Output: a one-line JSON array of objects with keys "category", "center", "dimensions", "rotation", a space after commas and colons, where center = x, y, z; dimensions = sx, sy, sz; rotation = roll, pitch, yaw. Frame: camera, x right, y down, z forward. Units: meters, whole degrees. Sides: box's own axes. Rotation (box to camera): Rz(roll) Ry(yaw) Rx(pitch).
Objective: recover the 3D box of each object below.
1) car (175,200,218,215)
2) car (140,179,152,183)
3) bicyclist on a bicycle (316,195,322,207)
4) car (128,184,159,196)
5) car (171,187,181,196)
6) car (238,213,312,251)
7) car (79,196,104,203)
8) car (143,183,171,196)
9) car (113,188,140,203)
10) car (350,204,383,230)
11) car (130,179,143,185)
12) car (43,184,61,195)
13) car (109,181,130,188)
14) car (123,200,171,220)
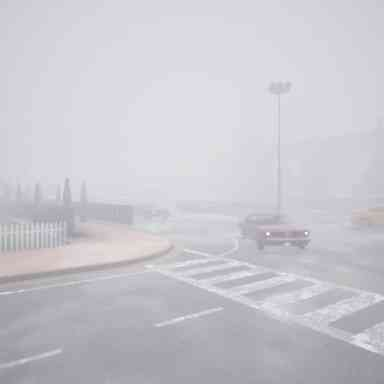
[{"category": "car", "center": [0.306, 1.527, 34.410], "dimensions": [2.033, 1.411, 5.357], "rotation": [0, 0, -37]}, {"category": "car", "center": [-10.504, -1.827, 72.186], "dimensions": [2.150, 2.045, 5.566], "rotation": [0, 7, -37]}, {"category": "bicyclist on a bicycle", "center": [18.061, 1.291, 47.375], "dimensions": [1.656, 1.620, 0.582], "rotation": [0, 0, -37]}, {"category": "car", "center": [-8.556, 0.058, 57.927], "dimensions": [2.033, 1.411, 5.357], "rotation": [0, 6, -37]}, {"category": "car", "center": [-4.086, -0.245, 63.798], "dimensions": [1.882, 1.535, 5.008], "rotation": [0, 7, -37]}, {"category": "car", "center": [3.362, 1.601, 14.316], "dimensions": [1.895, 1.301, 4.718], "rotation": [0, 0, -4]}, {"category": "car", "center": [-11.608, 1.210, 38.546], "dimensions": [1.994, 1.385, 4.181], "rotation": [0, 3, -37]}, {"category": "car", "center": [-6.589, -0.187, 61.305], "dimensions": [1.882, 1.535, 5.008], "rotation": [0, 6, -37]}, {"category": "car", "center": [-9.803, 0.744, 47.802], "dimensions": [1.812, 1.442, 4.674], "rotation": [0, 4, -37]}, {"category": "car", "center": [11.848, 1.477, 19.226], "dimensions": [1.882, 1.535, 5.008], "rotation": [0, 0, -37]}, {"category": "car", "center": [-12.828, -1.487, 69.603], "dimensions": [1.882, 1.535, 5.008], "rotation": [0, 7, -37]}, {"category": "car", "center": [-22.199, -0.456, 52.770], "dimensions": [1.837, 1.490, 4.892], "rotation": [0, 7, -37]}, {"category": "car", "center": [-14.819, -1.300, 66.260], "dimensions": [1.882, 1.535, 5.008], "rotation": [0, 7, -37]}, {"category": "car", "center": [-3.723, 1.592, 28.139], "dimensions": [1.895, 1.301, 4.718], "rotation": [0, 0, -37]}]
